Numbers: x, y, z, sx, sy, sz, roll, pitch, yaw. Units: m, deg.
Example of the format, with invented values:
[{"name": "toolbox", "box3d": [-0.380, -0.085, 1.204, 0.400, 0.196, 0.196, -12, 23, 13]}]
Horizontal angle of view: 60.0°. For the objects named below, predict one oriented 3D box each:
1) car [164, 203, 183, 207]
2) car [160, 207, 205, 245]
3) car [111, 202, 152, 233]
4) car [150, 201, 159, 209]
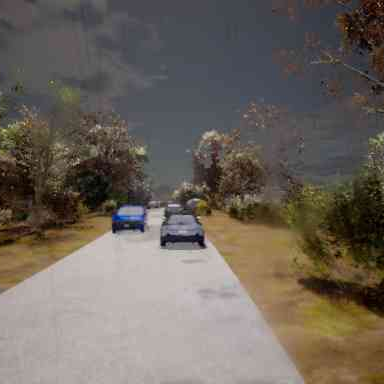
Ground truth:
[{"name": "car", "box3d": [-1.833, 1.791, 33.334, 1.812, 1.442, 4.674, 0, -1, -5]}, {"name": "car", "box3d": [-0.496, 1.644, 15.876, 1.994, 1.385, 4.181, 0, 0, -3]}, {"name": "car", "box3d": [-3.749, 1.593, 20.672, 1.882, 1.535, 5.008, 0, 0, -4]}, {"name": "car", "box3d": [-7.131, 2.400, 61.446, 1.812, 1.442, 4.674, 0, -2, -4]}]
